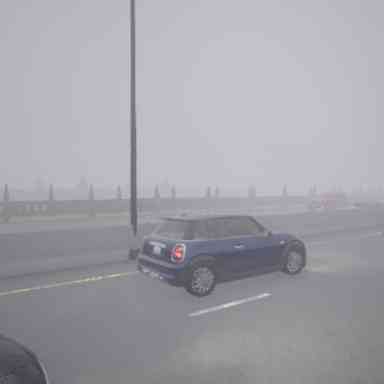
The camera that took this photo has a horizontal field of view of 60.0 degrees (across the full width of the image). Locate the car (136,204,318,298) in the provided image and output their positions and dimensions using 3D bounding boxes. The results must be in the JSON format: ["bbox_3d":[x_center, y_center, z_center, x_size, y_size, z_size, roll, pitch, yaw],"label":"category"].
[{"bbox_3d":[0.941,1.317,8.718,4.553,1.767,2.097,0,0,-36],"label":"car"}]

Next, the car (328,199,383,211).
[{"bbox_3d":[13.210,1.459,26.304,4.718,1.301,1.895,0,0,-35],"label":"car"}]

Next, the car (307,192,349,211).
[{"bbox_3d":[14.828,1.045,36.045,5.566,2.045,2.150,0,0,-35],"label":"car"}]

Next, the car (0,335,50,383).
[{"bbox_3d":[-3.227,1.504,1.445,4.902,1.511,2.128,-1,0,-35],"label":"car"}]
